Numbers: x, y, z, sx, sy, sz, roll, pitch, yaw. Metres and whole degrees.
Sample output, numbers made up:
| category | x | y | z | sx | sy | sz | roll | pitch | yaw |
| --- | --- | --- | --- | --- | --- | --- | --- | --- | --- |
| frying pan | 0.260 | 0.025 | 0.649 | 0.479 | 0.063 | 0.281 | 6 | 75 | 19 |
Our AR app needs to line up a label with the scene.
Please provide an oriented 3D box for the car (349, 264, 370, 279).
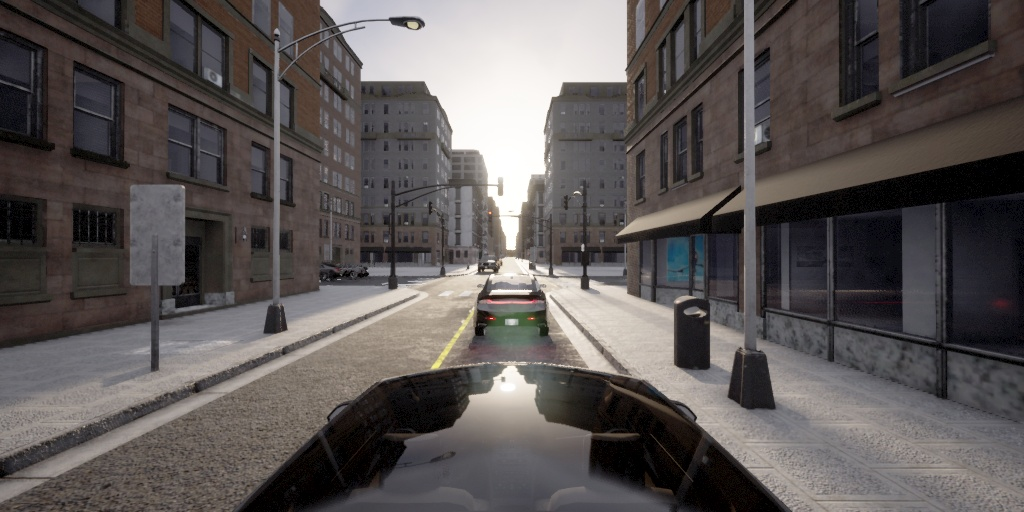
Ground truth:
| category | x | y | z | sx | sy | sz | roll | pitch | yaw |
| --- | --- | --- | --- | --- | --- | --- | --- | --- | --- |
| car | -14.783 | 1.330 | 31.493 | 4.313 | 1.339 | 1.948 | 0 | 0 | 0 |

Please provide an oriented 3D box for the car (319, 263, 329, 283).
| category | x | y | z | sx | sy | sz | roll | pitch | yaw |
| --- | --- | --- | --- | --- | --- | --- | --- | --- | --- |
| car | -14.783 | 1.290 | 23.466 | 4.313 | 1.339 | 1.948 | 0 | 0 | 0 |

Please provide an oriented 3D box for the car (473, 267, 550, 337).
| category | x | y | z | sx | sy | sz | roll | pitch | yaw |
| --- | --- | --- | --- | --- | --- | --- | --- | --- | --- |
| car | -0.005 | 1.242 | 10.330 | 2.128 | 1.511 | 4.902 | 0 | 0 | 0 |

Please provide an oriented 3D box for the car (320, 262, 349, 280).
| category | x | y | z | sx | sy | sz | roll | pitch | yaw |
| --- | --- | --- | --- | --- | --- | --- | --- | --- | --- |
| car | -16.196 | 1.256 | 28.919 | 4.892 | 1.490 | 1.837 | 0 | 0 | 0 |

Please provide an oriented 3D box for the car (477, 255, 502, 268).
| category | x | y | z | sx | sy | sz | roll | pitch | yaw |
| --- | --- | --- | --- | --- | --- | --- | --- | --- | --- |
| car | -2.850 | 0.946 | 44.084 | 2.150 | 2.045 | 5.566 | 0 | 0 | 3 |
